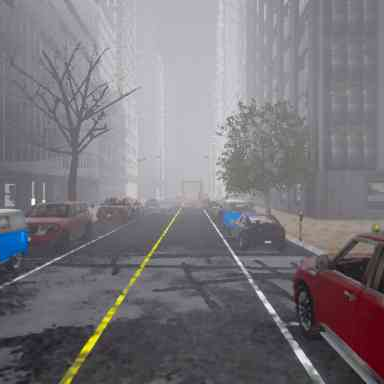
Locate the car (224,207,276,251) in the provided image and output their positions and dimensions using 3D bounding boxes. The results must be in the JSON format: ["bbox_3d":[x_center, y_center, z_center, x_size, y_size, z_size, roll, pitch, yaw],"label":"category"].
[{"bbox_3d":[2.685,1.548,13.964,2.008,1.369,4.403,0,0,0],"label":"car"}]

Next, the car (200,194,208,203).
[{"bbox_3d":[2.686,1.539,59.548,1.947,1.339,4.313,0,0,0],"label":"car"}]

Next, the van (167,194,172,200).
[{"bbox_3d":[-5.696,1.285,88.043,1.690,1.788,3.998,0,0,0],"label":"van"}]

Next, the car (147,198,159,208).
[{"bbox_3d":[-5.694,1.563,48.157,1.802,1.307,4.206,0,0,0],"label":"car"}]

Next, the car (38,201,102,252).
[{"bbox_3d":[-5.697,1.312,13.970,2.192,1.841,5.009,0,0,0],"label":"car"}]

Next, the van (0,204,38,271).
[{"bbox_3d":[-5.697,1.339,8.272,1.690,1.788,3.998,0,0,0],"label":"van"}]

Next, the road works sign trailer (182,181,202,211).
[{"bbox_3d":[-0.001,0.450,39.739,2.380,3.560,2.880,0,0,0],"label":"road works sign trailer"}]

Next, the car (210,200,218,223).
[{"bbox_3d":[2.686,1.559,25.360,1.947,1.339,4.313,0,0,0],"label":"car"}]

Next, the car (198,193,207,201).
[{"bbox_3d":[2.685,1.259,88.038,2.192,1.841,5.009,0,0,0],"label":"car"}]

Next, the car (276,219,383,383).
[{"bbox_3d":[2.683,1.314,3.553,2.192,1.841,5.009,0,0,0],"label":"car"}]

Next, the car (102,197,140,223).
[{"bbox_3d":[-5.696,1.308,25.366,2.192,1.841,5.009,0,0,0],"label":"car"}]

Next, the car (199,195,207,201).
[{"bbox_3d":[2.686,1.496,82.340,1.887,1.381,4.507,0,0,0],"label":"car"}]

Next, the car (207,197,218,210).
[{"bbox_3d":[2.686,1.516,31.228,1.752,1.417,4.829,0,0,0],"label":"car"}]

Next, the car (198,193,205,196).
[{"bbox_3d":[2.685,1.273,76.642,2.192,1.841,5.009,0,0,0],"label":"car"}]

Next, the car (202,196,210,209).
[{"bbox_3d":[2.686,1.535,42.453,2.008,1.369,4.403,0,0,0],"label":"car"}]

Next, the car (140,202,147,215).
[{"bbox_3d":[-5.696,1.430,31.064,1.967,1.590,4.097,0,0,0],"label":"car"}]

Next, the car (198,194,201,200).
[{"bbox_3d":[2.686,1.514,65.246,1.887,1.381,4.507,0,0,0],"label":"car"}]

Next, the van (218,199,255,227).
[{"bbox_3d":[2.684,1.336,19.661,1.690,1.788,3.998,0,0,0],"label":"van"}]

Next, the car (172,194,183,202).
[{"bbox_3d":[-3.000,1.395,75.941,1.837,1.490,4.892,0,0,0],"label":"car"}]
